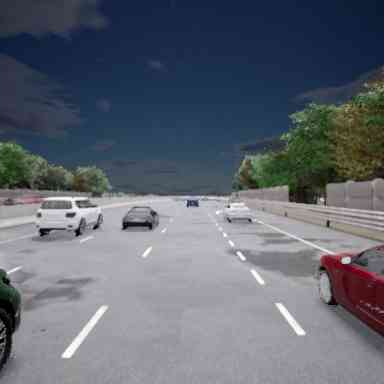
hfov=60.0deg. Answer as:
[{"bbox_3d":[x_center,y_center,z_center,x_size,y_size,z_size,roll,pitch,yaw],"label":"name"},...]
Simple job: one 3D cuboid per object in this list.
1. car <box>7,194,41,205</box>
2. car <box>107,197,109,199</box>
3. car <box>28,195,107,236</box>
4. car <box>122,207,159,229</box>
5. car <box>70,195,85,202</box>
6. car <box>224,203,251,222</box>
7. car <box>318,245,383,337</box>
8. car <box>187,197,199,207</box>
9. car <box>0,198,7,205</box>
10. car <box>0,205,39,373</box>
[{"bbox_3d":[-21.001,1.335,43.046,2.150,2.045,5.566,0,0,0],"label":"car"},{"bbox_3d":[-17.354,1.784,66.081,1.812,1.442,4.674,0,-1,0],"label":"car"},{"bbox_3d":[-6.858,1.307,19.110,2.150,2.045,5.566,0,0,0],"label":"car"},{"bbox_3d":[-3.351,1.656,22.250,1.994,1.385,4.181,0,0,0],"label":"car"},{"bbox_3d":[-27.817,1.591,81.112,1.837,1.490,4.892,0,-1,0],"label":"car"},{"bbox_3d":[3.653,1.626,27.144,1.812,1.442,4.674,0,0,0],"label":"car"},{"bbox_3d":[3.609,1.507,5.114,1.882,1.535,5.008,0,0,0],"label":"car"},{"bbox_3d":[0.126,1.645,55.796,1.882,1.535,5.008,0,0,0],"label":"car"},{"bbox_3d":[-24.497,1.619,42.940,1.837,1.490,4.892,0,0,0],"label":"car"},{"bbox_3d":[-3.397,1.235,2.162,2.150,2.045,5.566,0,0,0],"label":"car"}]
